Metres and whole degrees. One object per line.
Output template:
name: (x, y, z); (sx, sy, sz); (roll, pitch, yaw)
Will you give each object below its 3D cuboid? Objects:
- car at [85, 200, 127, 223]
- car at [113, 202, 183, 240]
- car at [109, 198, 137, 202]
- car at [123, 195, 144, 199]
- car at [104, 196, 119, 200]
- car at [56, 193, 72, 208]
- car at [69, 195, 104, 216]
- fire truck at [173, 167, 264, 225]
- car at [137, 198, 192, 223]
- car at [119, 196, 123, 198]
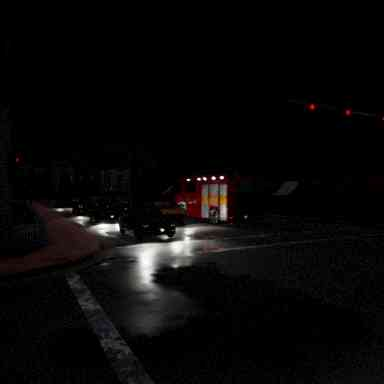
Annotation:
car: (-6.599, 1.570, 25.434); (1.994, 1.385, 4.181); (0, 0, -28)
car: (-2.487, 1.515, 17.533); (1.837, 1.490, 4.892); (0, 0, -27)
car: (-6.478, 1.586, 32.790); (1.895, 1.301, 4.718); (0, 0, -27)
car: (-8.817, 1.293, 52.656); (2.097, 1.767, 4.553); (0, 0, -27)
car: (-11.145, 1.472, 41.784); (2.128, 1.511, 4.902); (0, 0, -27)
car: (-18.289, 1.218, 48.016); (2.150, 2.045, 5.566); (0, 0, -27)
car: (-10.506, 1.355, 32.946); (2.097, 1.767, 4.553); (0, 0, -27)
fire truck: (1.599, 0.319, 25.071); (2.891, 3.827, 8.468); (0, 0, -27)
car: (-2.172, 1.467, 24.514); (1.882, 1.535, 5.008); (0, 0, -27)
car: (-13.422, 1.462, 61.505); (1.812, 1.442, 4.674); (0, 0, -27)
